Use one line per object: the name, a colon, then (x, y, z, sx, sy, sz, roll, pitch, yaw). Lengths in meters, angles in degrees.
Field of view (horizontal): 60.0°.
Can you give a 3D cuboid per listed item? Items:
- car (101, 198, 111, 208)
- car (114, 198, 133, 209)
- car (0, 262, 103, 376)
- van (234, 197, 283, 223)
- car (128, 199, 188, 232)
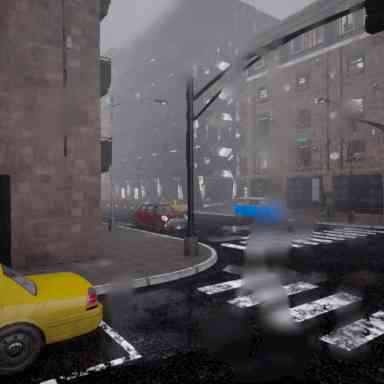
car: (-11.743, 1.463, 47.814, 1.887, 1.381, 4.507, -1, 0, -36)
car: (-8.415, 1.463, 43.234, 1.887, 1.381, 4.507, -1, 0, -36)
car: (-3.591, 1.525, 4.003, 4.829, 1.417, 1.752, 0, 0, -36)
van: (4.898, 1.280, 24.914, 1.690, 1.788, 3.998, 0, 0, -36)
car: (-1.892, 1.441, 20.003, 1.967, 1.590, 4.097, 0, 0, -36)
